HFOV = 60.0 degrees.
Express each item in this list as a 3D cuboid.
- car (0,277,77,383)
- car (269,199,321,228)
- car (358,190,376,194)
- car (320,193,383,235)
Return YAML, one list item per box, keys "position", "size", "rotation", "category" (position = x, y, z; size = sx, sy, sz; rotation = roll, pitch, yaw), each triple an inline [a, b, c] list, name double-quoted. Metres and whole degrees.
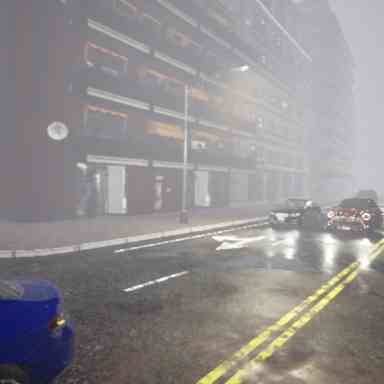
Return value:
- position: [-3.088, 1.395, 2.217]
  size: [1.812, 1.442, 4.674]
  rotation: [2, 2, 38]
  category: "car"
- position: [6.244, 1.161, 19.785]
  size: [2.128, 1.511, 4.902]
  rotation: [2, 2, 36]
  category: "car"
- position: [21.505, 0.733, 41.001]
  size: [2.150, 2.045, 5.566]
  rotation: [2, 1, 35]
  category: "car"
- position: [8.673, 1.124, 17.602]
  size: [2.097, 1.767, 4.553]
  rotation: [2, 2, 36]
  category: "car"
